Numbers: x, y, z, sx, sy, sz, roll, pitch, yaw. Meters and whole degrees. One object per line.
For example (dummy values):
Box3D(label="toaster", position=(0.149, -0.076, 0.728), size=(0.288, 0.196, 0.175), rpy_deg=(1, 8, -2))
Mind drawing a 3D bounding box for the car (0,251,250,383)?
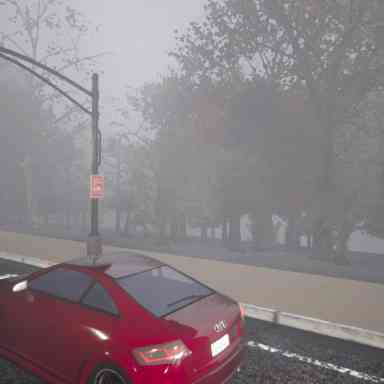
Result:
Box3D(label="car", position=(-1.338, 1.563, 4.636), size=(4.181, 1.385, 1.994), rpy_deg=(0, 0, 35))
